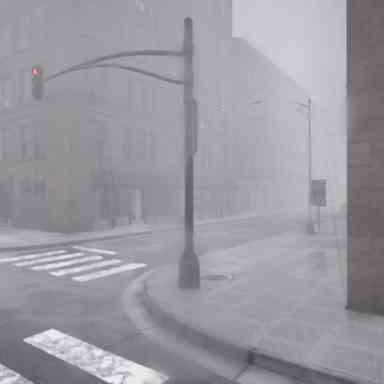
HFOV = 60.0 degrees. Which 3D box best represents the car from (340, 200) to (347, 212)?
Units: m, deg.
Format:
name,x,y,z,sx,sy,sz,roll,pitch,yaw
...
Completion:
name,x,y,z,sx,sy,sz,roll,pitch,yaw
car,20.597,1.787,43.048,1.882,1.535,5.008,0,0,36
